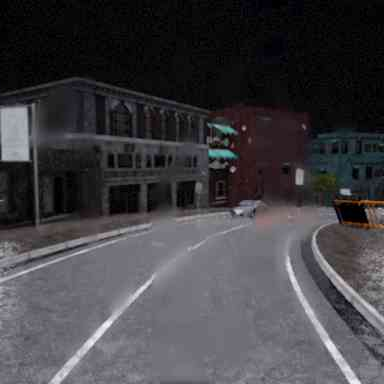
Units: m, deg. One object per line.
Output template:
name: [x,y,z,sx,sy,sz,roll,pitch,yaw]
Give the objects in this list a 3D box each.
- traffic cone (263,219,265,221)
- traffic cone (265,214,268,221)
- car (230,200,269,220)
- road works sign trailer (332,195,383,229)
traffic cone: [4.843,1.933,24.050,0.340,0.580,0.340,3,1,27]
traffic cone: [5.746,1.945,25.834,0.340,0.580,0.340,3,1,27]
car: [4.891,1.407,27.703,2.128,1.511,4.902,3,1,33]
road works sign trailer: [9.194,1.274,16.948,3.560,2.380,2.880,4,46,45]
